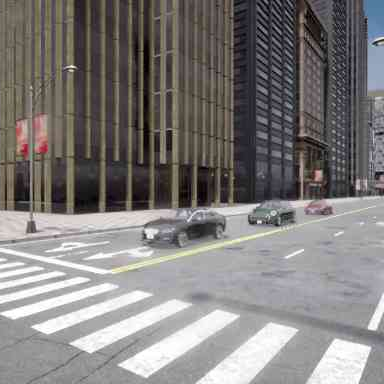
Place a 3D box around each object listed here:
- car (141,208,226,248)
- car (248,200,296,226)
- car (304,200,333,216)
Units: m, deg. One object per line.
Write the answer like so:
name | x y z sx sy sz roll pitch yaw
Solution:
car | -0.227 1.496 15.154 2.128 1.511 4.902 0 0 36
car | 5.688 1.367 23.413 2.097 1.767 4.553 0 0 36
car | 12.714 1.555 33.206 1.812 1.442 4.674 0 0 36
